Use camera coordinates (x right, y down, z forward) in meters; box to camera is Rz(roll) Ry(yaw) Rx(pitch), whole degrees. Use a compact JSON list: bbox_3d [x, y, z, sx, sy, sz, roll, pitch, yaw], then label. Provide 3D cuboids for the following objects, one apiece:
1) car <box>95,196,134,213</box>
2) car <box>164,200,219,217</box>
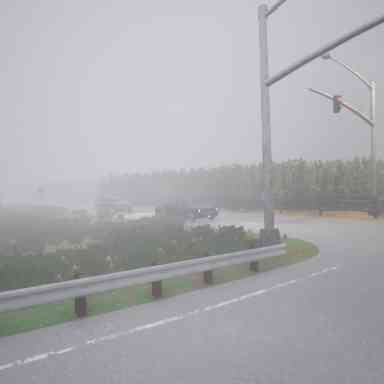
[{"bbox_3d":[-7.069,1.128,29.795,1.837,1.490,4.892,-3,2,-40],"label":"car"},{"bbox_3d":[-0.402,1.185,21.993,1.895,1.301,4.718,-3,2,-41],"label":"car"}]
